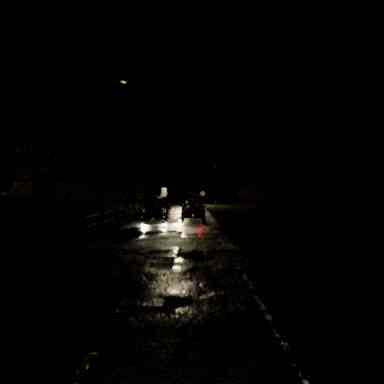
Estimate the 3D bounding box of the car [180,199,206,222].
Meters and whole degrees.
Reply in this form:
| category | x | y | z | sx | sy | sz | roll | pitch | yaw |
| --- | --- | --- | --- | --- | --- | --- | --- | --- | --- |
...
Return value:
| category | x | y | z | sx | sy | sz | roll | pitch | yaw |
| --- | --- | --- | --- | --- | --- | --- | --- | --- | --- |
| car | 0.089 | 1.488 | 26.504 | 2.128 | 1.511 | 4.902 | 0 | 0 | 0 |

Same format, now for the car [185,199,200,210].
| category | x | y | z | sx | sy | sz | roll | pitch | yaw |
| --- | --- | --- | --- | --- | --- | --- | --- | --- | --- |
| car | 0.091 | 1.575 | 43.808 | 1.895 | 1.301 | 4.718 | 0 | 0 | 0 |

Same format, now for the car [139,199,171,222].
| category | x | y | z | sx | sy | sz | roll | pitch | yaw |
| --- | --- | --- | --- | --- | --- | --- | --- | --- | --- |
| car | -2.843 | 1.347 | 26.432 | 2.097 | 1.767 | 4.553 | 0 | 0 | 0 |
